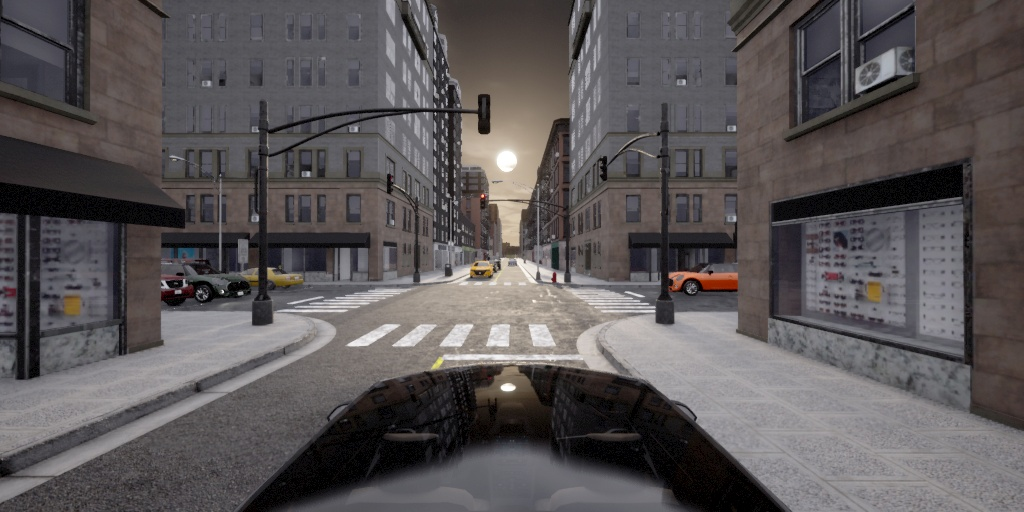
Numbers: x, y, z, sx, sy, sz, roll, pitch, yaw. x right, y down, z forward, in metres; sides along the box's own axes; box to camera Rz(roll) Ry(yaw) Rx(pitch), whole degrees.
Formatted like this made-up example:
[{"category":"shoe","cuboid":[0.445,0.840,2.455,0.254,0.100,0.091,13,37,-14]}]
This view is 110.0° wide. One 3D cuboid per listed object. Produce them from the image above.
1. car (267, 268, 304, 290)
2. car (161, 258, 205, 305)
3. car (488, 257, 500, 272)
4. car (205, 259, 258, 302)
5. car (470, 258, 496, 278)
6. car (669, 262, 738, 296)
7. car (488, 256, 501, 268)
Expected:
[{"category":"car","cuboid":[-15.234,1.280,21.531,4.829,1.417,1.751,0,0,0]},{"category":"car","cuboid":[-15.090,1.035,13.505,5.009,1.841,2.192,0,0,0]},{"category":"car","cuboid":[-2.814,1.245,44.258,1.837,1.490,4.892,0,0,0]},{"category":"car","cuboid":[-14.378,1.084,16.045,4.553,1.767,2.097,0,0,0]},{"category":"car","cuboid":[-2.820,1.223,33.855,1.882,1.535,5.008,0,0,0]},{"category":"car","cuboid":[10.436,1.120,18.983,4.553,1.767,2.097,0,0,1]},{"category":"car","cuboid":[-2.799,0.955,54.851,2.150,2.045,5.566,0,0,0]}]
